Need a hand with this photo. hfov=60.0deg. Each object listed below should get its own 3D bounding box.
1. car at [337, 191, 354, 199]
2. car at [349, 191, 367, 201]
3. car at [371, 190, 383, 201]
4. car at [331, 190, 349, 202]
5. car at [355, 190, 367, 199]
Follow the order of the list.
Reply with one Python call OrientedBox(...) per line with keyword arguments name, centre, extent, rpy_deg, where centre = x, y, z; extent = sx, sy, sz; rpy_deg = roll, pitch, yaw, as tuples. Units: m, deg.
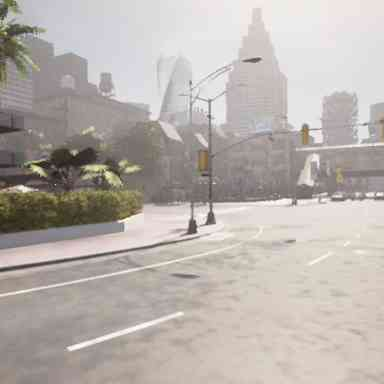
OrientedBox(name="car", centre=(33.466, 0.660, 72.544), extent=(2.231, 1.521, 4.892), rpy_deg=(-1, 0, 39))
OrientedBox(name="car", centre=(29.221, 0.801, 58.655), extent=(2.128, 1.511, 4.902), rpy_deg=(-1, 0, 29))
OrientedBox(name="car", centre=(32.251, 0.818, 56.889), extent=(2.033, 1.411, 5.357), rpy_deg=(-1, 0, 29))
OrientedBox(name="car", centre=(25.257, 0.849, 57.430), extent=(2.097, 1.535, 5.008), rpy_deg=(-1, 0, 29))
OrientedBox(name="car", centre=(36.703, 0.489, 72.192), extent=(2.097, 1.767, 4.553), rpy_deg=(-1, 0, 29))
